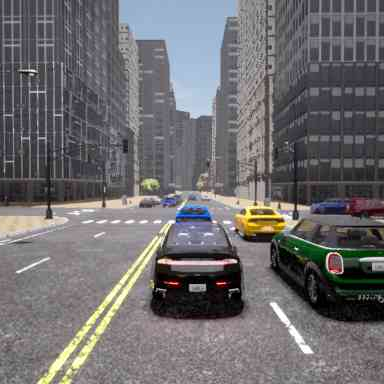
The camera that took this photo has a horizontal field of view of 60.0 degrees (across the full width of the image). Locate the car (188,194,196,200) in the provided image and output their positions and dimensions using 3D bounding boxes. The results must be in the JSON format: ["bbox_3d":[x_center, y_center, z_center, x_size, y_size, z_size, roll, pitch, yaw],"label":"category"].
[{"bbox_3d":[0.084,1.267,90.647,2.128,1.511,4.902,0,0,0],"label":"car"}]

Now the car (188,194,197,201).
[{"bbox_3d":[0.075,1.273,80.615,2.097,1.767,4.553,0,0,0],"label":"car"}]

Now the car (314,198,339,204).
[{"bbox_3d":[14.916,1.451,35.228,4.553,1.767,2.097,1,1,1],"label":"car"}]

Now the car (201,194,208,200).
[{"bbox_3d":[3.334,1.337,90.674,1.895,1.301,4.718,0,0,0],"label":"car"}]

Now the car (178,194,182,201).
[{"bbox_3d":[-3.272,1.519,58.283,1.994,1.385,4.181,0,0,1],"label":"car"}]

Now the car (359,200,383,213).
[{"bbox_3d":[21.844,1.643,37.706,4.829,1.417,1.752,1,0,1],"label":"car"}]

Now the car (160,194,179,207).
[{"bbox_3d":[-3.294,1.491,49.538,1.812,1.442,4.674,0,0,0],"label":"car"}]

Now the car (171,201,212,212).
[{"bbox_3d":[0.119,1.468,17.843,1.882,1.535,5.008,0,0,1],"label":"car"}]

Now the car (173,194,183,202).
[{"bbox_3d":[-3.179,1.286,77.162,2.097,1.767,4.553,0,0,0],"label":"car"}]

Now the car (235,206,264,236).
[{"bbox_3d":[3.364,1.469,17.229,1.882,1.535,5.008,0,0,0],"label":"car"}]

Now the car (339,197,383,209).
[{"bbox_3d":[16.228,1.519,29.425,5.009,1.841,2.192,1,0,1],"label":"car"}]

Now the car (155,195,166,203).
[{"bbox_3d":[-6.446,1.448,68.018,1.837,1.490,4.892,0,0,0],"label":"car"}]

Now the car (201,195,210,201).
[{"bbox_3d":[3.325,1.513,80.672,1.895,1.301,4.718,0,0,0],"label":"car"}]

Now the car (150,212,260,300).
[{"bbox_3d":[0.105,1.488,8.338,2.128,1.511,4.902,0,0,0],"label":"car"}]

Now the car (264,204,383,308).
[{"bbox_3d":[3.357,1.348,8.050,2.097,1.767,4.553,0,0,0],"label":"car"}]

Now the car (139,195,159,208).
[{"bbox_3d":[-6.540,1.513,49.110,2.033,1.411,5.357,0,0,0],"label":"car"}]

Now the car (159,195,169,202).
[{"bbox_3d":[-6.429,1.482,77.996,1.994,1.385,4.181,0,0,0],"label":"car"}]
